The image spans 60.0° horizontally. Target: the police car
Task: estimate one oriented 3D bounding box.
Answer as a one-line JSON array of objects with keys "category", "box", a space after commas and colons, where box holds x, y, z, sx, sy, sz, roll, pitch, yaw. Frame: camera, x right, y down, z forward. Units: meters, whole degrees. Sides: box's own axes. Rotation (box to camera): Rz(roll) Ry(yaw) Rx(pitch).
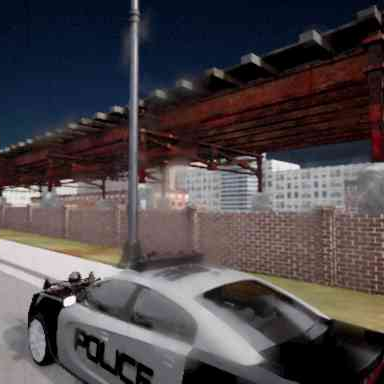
[{"category": "police car", "box": [-0.425, 1.598, 4.264, 5.238, 1.638, 1.930, -1, -3, 43]}]
